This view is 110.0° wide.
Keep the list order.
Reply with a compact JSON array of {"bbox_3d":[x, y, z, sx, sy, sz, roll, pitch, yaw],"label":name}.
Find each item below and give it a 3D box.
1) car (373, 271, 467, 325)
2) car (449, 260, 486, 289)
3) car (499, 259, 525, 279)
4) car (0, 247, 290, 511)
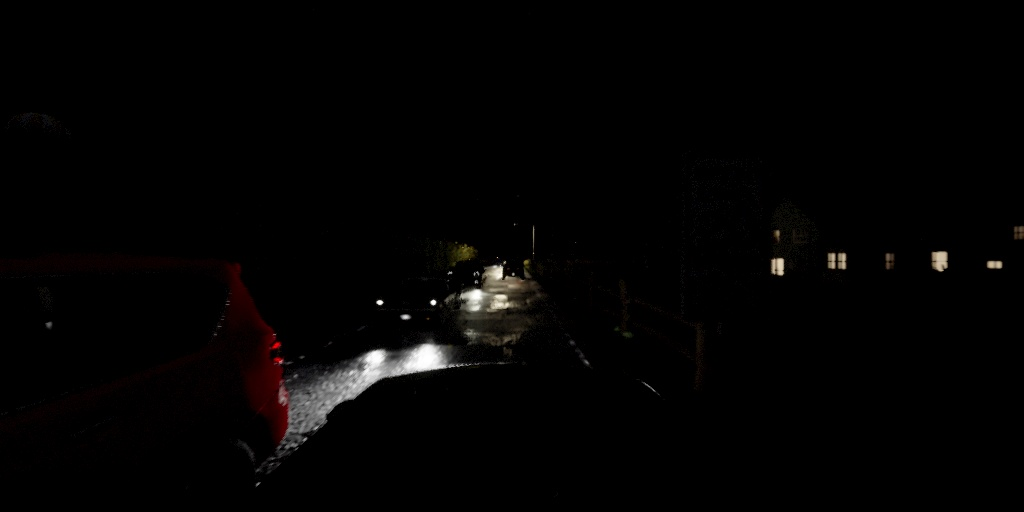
[{"bbox_3d":[-2.843,1.327,11.816,1.895,1.301,4.718,0,0,0],"label":"car"},{"bbox_3d":[-2.839,1.058,22.878,2.097,1.767,4.553,0,0,1],"label":"car"},{"bbox_3d":[0.105,1.199,31.402,1.837,1.490,4.892,0,0,0],"label":"car"},{"bbox_3d":[-2.851,0.978,0.570,2.150,2.045,5.566,0,0,0],"label":"car"}]
